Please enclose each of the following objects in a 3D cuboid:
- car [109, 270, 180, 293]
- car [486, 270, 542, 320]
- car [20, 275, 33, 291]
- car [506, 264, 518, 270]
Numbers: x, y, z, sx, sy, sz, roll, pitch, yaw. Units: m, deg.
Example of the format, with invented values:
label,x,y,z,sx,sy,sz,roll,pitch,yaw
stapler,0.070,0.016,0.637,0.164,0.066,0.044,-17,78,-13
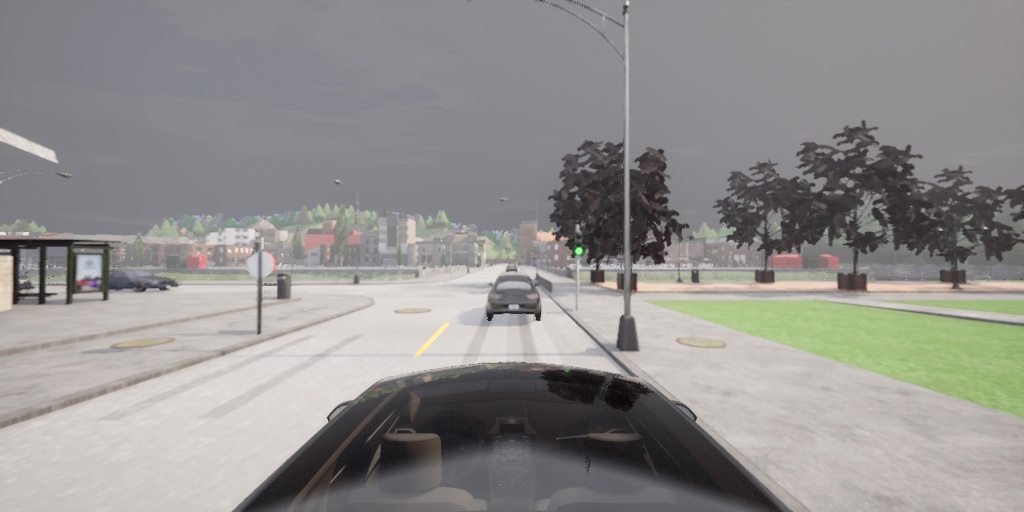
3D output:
label,x,y,z,sx,sy,sz,roll,pitch,yaw
car,-24.573,1.579,22.879,5.357,1.411,2.033,0,-1,0
car,0.067,1.428,13.260,1.812,1.442,4.674,0,-1,0
car,-33.829,1.523,22.871,4.902,1.511,2.128,0,-1,0
car,-0.025,2.120,62.788,1.994,1.385,4.181,0,-1,0
